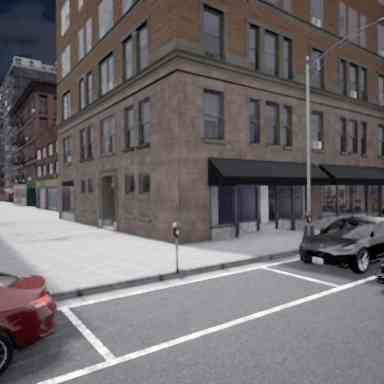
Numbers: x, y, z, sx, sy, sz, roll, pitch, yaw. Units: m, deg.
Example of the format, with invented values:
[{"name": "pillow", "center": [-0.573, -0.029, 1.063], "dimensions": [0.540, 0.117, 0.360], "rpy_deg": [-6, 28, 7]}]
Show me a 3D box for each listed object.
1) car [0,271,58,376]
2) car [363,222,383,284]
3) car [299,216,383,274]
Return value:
[{"name": "car", "center": [-3.807, 1.594, 3.816], "dimensions": [4.206, 1.307, 1.802], "rpy_deg": [-1, 0, -35]}, {"name": "car", "center": [6.516, 1.431, 7.898], "dimensions": [5.357, 1.411, 2.033], "rpy_deg": [-1, 0, -35]}, {"name": "car", "center": [5.150, 1.447, 10.204], "dimensions": [4.313, 1.339, 1.947], "rpy_deg": [-1, 0, -35]}]
